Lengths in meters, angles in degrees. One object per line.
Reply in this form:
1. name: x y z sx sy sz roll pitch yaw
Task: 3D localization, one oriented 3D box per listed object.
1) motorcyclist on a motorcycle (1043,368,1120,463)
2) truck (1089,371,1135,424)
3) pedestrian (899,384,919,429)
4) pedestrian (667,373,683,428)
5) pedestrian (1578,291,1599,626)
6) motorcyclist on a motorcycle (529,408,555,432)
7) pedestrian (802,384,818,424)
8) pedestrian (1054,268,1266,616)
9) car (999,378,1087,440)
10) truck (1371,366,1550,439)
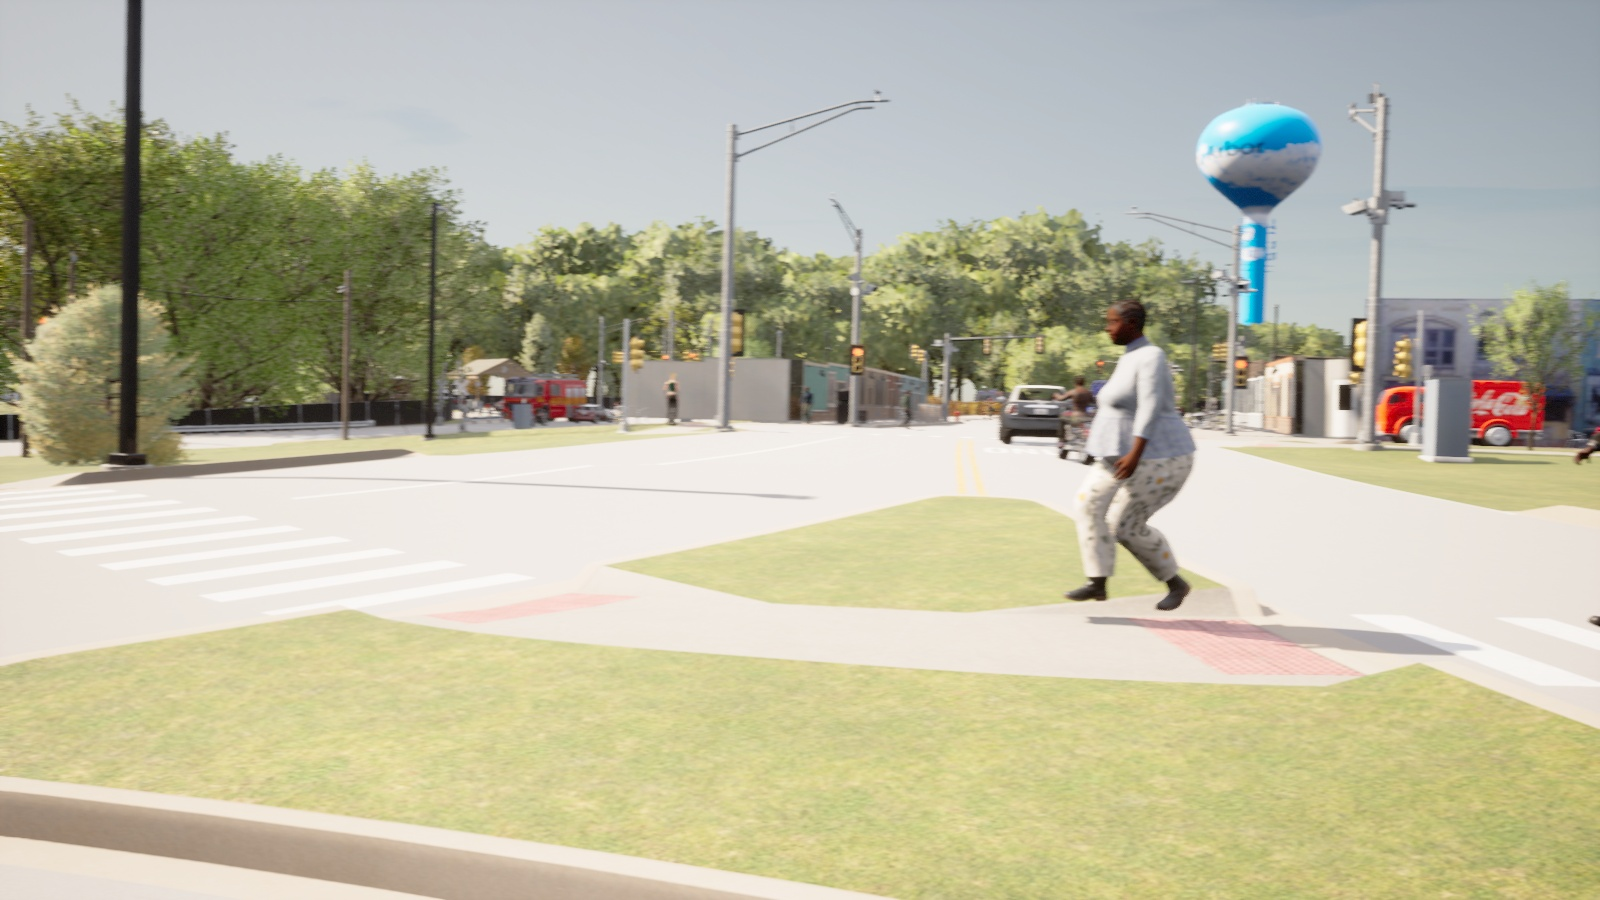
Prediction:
1. motorcyclist on a motorcycle: 5.126 -0.656 23.031 0.766 1.649 2.350 0 3 -3
2. truck: 21.681 -3.613 87.081 2.891 3.462 7.936 1 2 14
3. pedestrian: 4.778 -1.921 55.127 0.788 1.949 0.423 1 2 14
4. pedestrian: -4.256 -1.671 42.698 0.345 1.836 0.594 1 2 14
5. pedestrian: 4.956 0.051 7.220 0.666 1.930 0.402 1 2 4
6. motorcyclist on a motorcycle: -18.770 -2.173 91.376 0.766 1.649 2.350 2 3 19
7. pedestrian: 0.467 -2.146 58.773 0.370 1.835 0.726 2 2 33
8. pedestrian: 2.016 -0.049 7.163 0.900 1.855 0.874 1 2 -3
9. car: 6.115 -1.052 31.975 1.970 1.475 3.806 1 2 8
10. truck: 23.560 -1.696 45.038 5.204 2.467 2.627 1 2 16
